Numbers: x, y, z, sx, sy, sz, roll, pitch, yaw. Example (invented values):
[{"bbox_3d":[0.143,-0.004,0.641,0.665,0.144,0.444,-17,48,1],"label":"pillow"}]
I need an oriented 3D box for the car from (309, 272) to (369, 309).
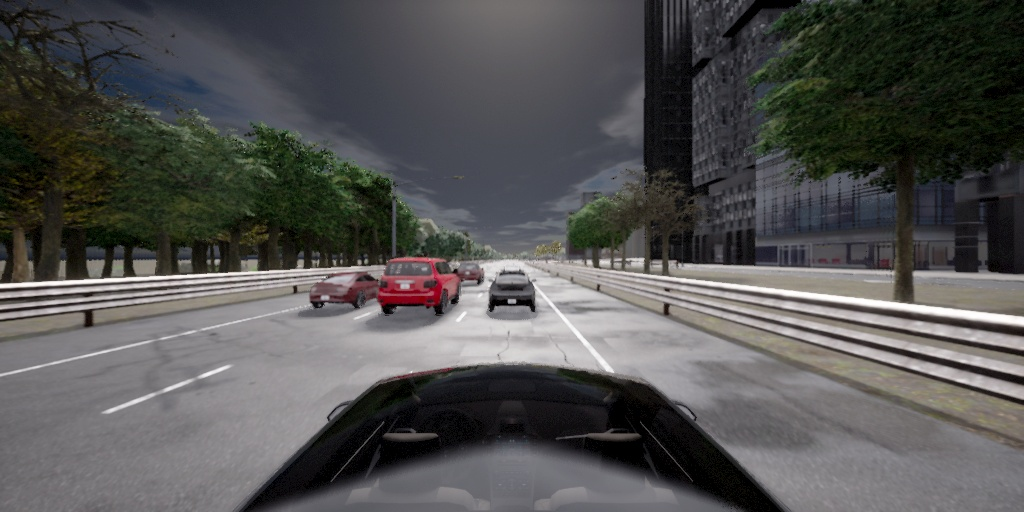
[{"bbox_3d":[-6.975,1.416,15.733,1.812,1.442,4.674,0,0,1],"label":"car"}]

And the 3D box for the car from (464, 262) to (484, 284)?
[{"bbox_3d":[-3.483,1.383,30.255,2.097,1.767,4.553,0,-1,0],"label":"car"}]

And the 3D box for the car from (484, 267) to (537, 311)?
[{"bbox_3d":[0.021,1.394,15.347,1.837,1.490,4.892,0,0,1],"label":"car"}]

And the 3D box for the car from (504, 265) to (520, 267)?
[{"bbox_3d":[0.016,1.525,30.349,2.128,1.511,4.902,0,0,1],"label":"car"}]

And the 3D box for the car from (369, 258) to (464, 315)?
[{"bbox_3d":[-3.492,1.103,14.436,2.150,2.045,5.566,0,0,0],"label":"car"}]
